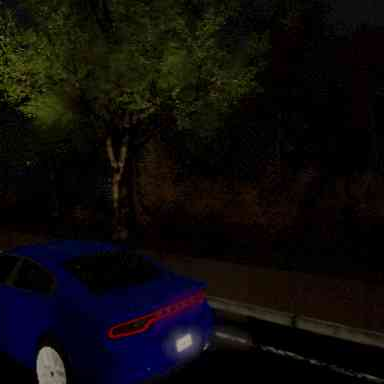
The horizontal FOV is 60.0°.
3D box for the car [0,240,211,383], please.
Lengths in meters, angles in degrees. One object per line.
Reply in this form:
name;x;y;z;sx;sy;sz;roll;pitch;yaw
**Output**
car;-2.088;1.482;5.070;5.008;1.535;1.882;0;0;36
